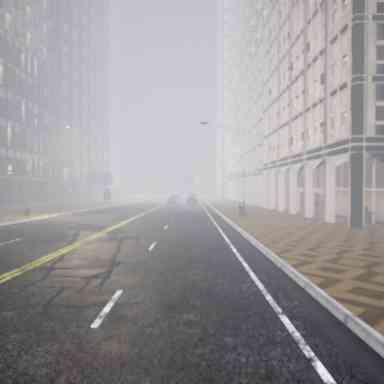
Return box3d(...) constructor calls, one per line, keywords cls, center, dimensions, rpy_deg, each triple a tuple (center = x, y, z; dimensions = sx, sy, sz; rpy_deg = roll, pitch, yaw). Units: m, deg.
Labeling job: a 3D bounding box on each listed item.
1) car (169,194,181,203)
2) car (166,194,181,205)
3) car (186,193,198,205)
box3d(cls="car", center=(-3.239, 1.207, 64.797), dimensions=(2.097, 1.767, 4.553), rpy_deg=(0, 0, 0))
box3d(cls="car", center=(-3.241, 1.434, 54.407), dimensions=(2.033, 1.411, 5.357), rpy_deg=(0, 0, 0))
box3d(cls="car", center=(0.009, 1.364, 54.405), dimensions=(1.882, 1.535, 5.008), rpy_deg=(0, 0, 0))
